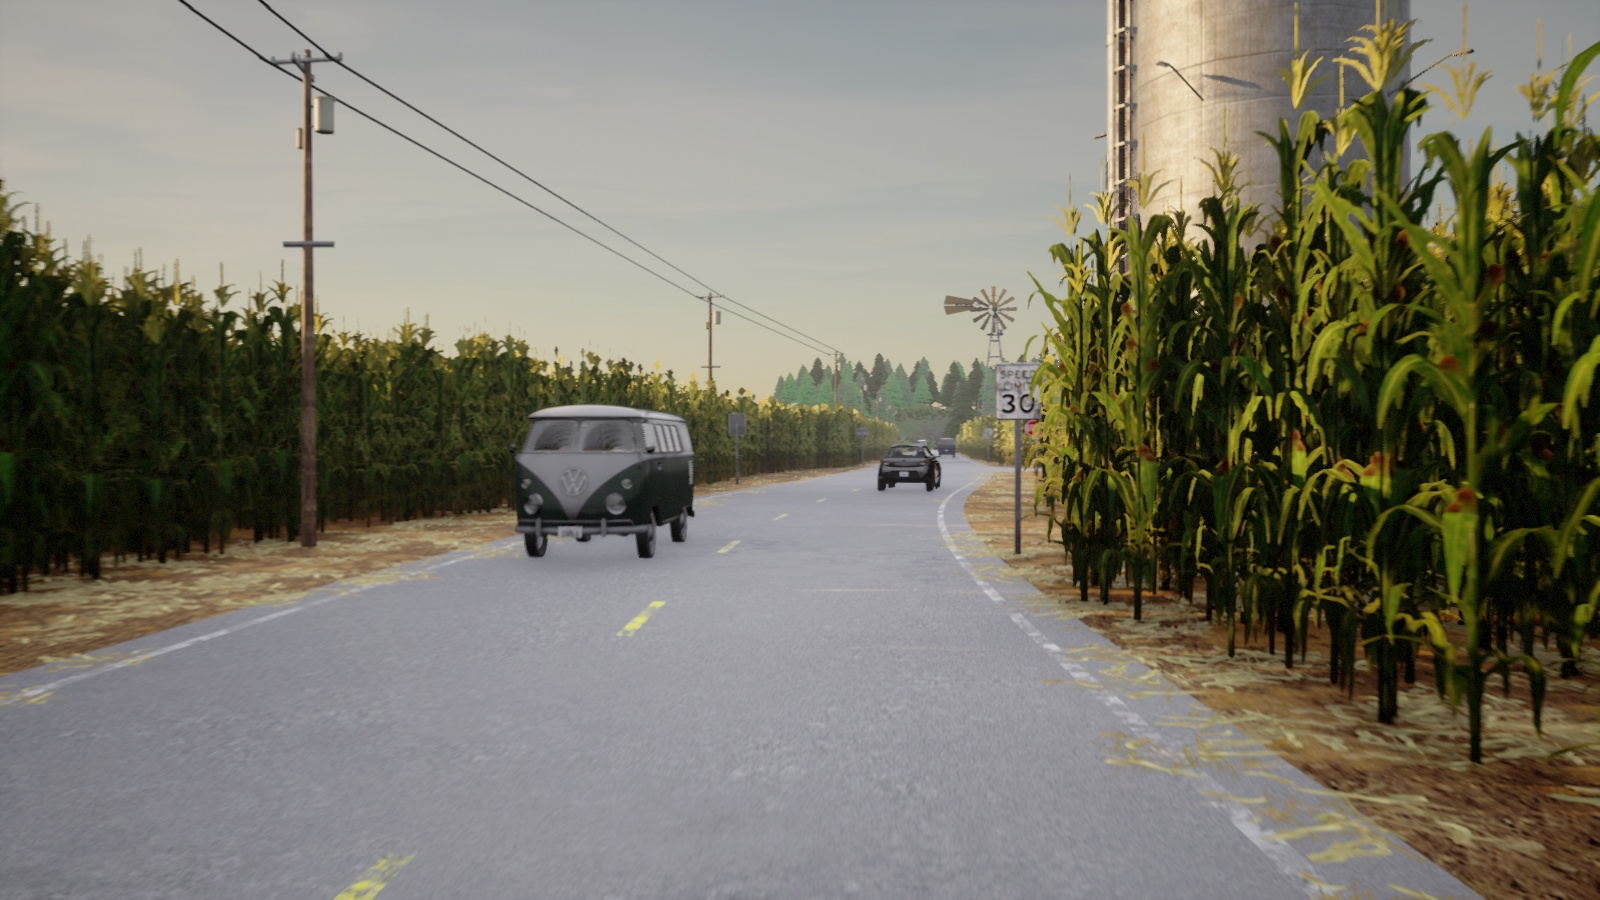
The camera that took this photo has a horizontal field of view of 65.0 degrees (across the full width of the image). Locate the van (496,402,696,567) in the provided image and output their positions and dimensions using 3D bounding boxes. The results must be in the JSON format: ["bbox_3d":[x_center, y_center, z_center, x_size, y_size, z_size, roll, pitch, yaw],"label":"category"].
[{"bbox_3d":[-2.652,0.398,17.376,1.775,1.987,4.442,0,0,4],"label":"van"}]

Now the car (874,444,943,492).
[{"bbox_3d":[3.530,0.535,40.420,1.816,1.474,4.193,0,0,10],"label":"car"}]
